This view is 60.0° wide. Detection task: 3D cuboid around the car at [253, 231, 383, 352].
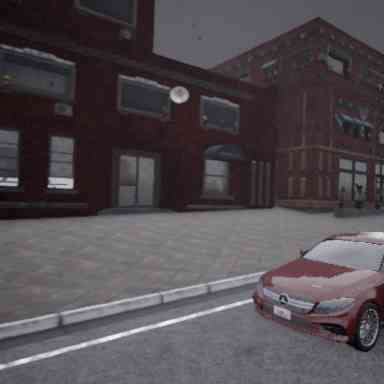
[{"bbox_3d":[3.232,1.527,6.299,4.674,1.442,1.812,0,0,-36],"label":"car"}]
